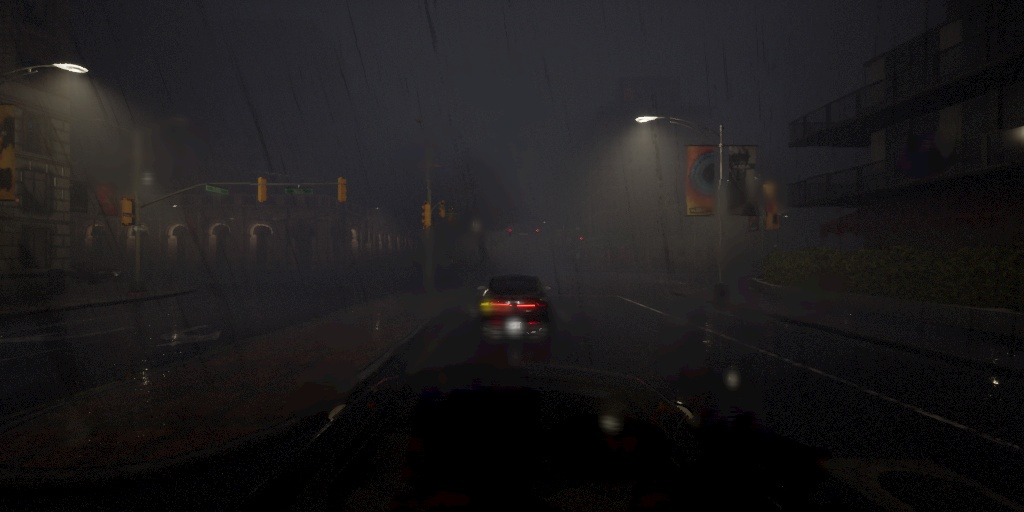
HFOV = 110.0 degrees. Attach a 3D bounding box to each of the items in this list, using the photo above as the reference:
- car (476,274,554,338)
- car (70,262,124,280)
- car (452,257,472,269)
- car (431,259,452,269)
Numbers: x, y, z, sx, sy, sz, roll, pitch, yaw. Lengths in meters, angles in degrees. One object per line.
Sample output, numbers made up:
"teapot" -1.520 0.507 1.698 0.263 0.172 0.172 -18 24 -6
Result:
"car" 0.079 1.255 10.104 1.837 1.490 4.892 0 0 0
"car" -33.895 1.241 28.511 4.902 1.511 2.128 0 0 0
"car" -8.040 1.276 58.302 1.812 1.442 4.674 0 0 0
"car" -11.531 1.276 58.528 1.812 1.442 4.674 0 0 0
